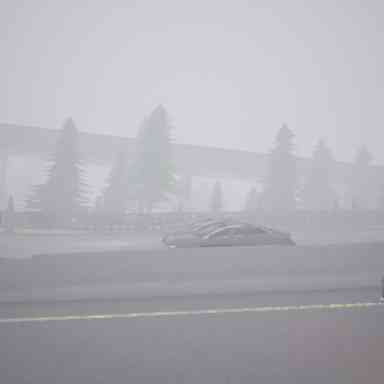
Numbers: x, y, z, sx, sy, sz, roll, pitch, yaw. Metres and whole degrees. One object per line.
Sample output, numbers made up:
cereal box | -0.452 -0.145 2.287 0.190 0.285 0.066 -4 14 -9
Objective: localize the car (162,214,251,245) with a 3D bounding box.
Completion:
car | 0.723 2.140 19.370 4.902 1.511 2.128 -1 -2 -5

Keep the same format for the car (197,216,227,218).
car | 1.038 2.019 15.885 4.902 1.511 2.128 -1 -2 -5

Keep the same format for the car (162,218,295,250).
car | 1.352 1.897 12.402 4.902 1.511 2.128 -1 -2 -5

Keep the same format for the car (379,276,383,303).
car | 5.790 1.602 5.583 4.902 1.511 2.128 -1 -2 -5
